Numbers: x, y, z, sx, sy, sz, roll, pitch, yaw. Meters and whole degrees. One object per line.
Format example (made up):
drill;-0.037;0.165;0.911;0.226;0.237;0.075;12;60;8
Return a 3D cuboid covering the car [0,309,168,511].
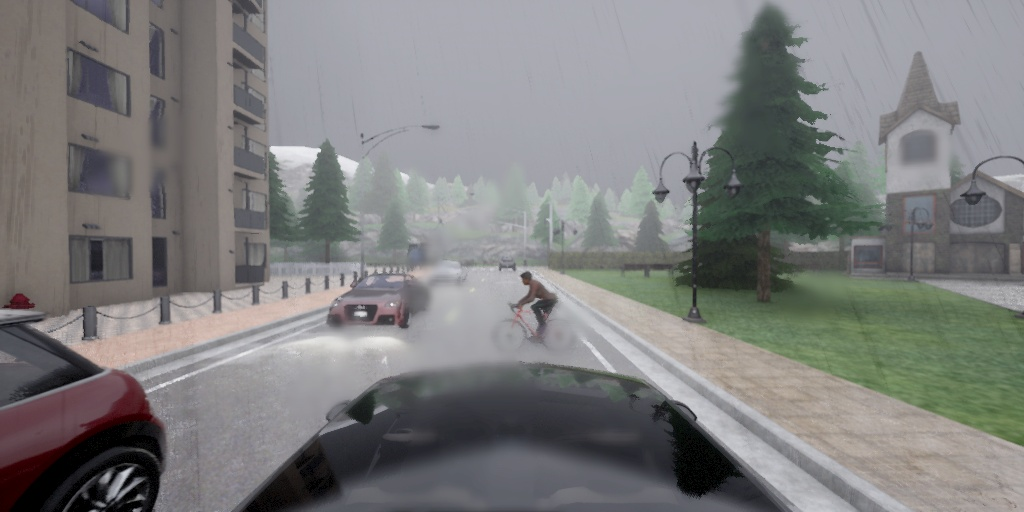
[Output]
car;-3.582;1.113;0.650;2.097;1.767;4.553;0;1;0

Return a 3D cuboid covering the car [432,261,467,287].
car;-3.893;1.061;22.464;1.812;1.442;4.674;0;1;-1

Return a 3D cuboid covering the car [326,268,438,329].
car;-3.724;1.221;10.765;1.994;1.385;4.181;0;1;-1

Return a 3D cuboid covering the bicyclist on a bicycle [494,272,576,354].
bicyclist on a bicycle;0.454;1.135;7.118;1.656;1.620;0.582;-1;1;-1

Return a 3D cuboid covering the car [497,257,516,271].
car;-0.587;0.837;40.761;2.128;1.511;4.902;0;1;-3
